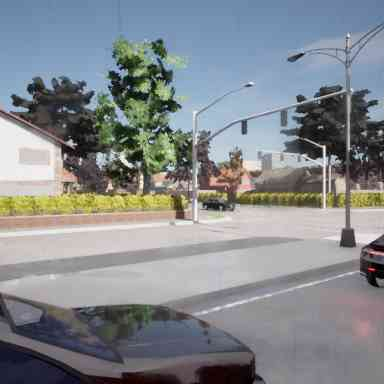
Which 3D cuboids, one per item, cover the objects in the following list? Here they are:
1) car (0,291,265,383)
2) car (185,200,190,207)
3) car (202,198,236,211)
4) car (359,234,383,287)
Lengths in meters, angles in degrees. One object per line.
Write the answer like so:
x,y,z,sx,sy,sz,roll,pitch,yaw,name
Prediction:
-1.921,1.547,2.379,5.357,1.411,2.033,0,0,-35,car
-2.194,1.352,47.502,2.097,1.767,4.553,0,0,-36,car
3.196,1.505,40.086,1.837,1.490,4.892,0,0,-36,car
5.998,1.492,8.063,4.902,1.511,2.128,0,0,-35,car
